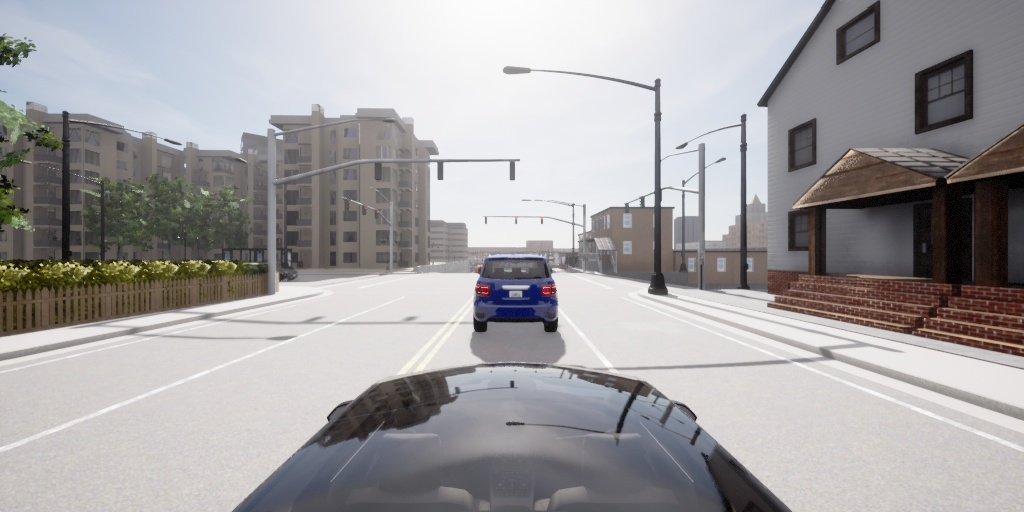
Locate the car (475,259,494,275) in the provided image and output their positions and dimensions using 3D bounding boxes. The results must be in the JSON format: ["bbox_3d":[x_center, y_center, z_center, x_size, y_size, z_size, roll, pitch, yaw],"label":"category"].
[{"bbox_3d":[-3.552,1.506,46.980,2.097,1.767,4.553,1,-5,0],"label":"car"}]

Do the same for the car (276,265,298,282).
[{"bbox_3d":[-19.388,1.275,28.150,4.674,1.442,1.812,0,0,1],"label":"car"}]

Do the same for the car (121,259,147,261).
[{"bbox_3d":[-29.421,1.102,28.299,4.553,1.767,2.097,0,0,1],"label":"car"}]

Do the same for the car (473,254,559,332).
[{"bbox_3d":[0.102,0.971,10.959,2.150,2.045,5.566,0,0,0],"label":"car"}]
